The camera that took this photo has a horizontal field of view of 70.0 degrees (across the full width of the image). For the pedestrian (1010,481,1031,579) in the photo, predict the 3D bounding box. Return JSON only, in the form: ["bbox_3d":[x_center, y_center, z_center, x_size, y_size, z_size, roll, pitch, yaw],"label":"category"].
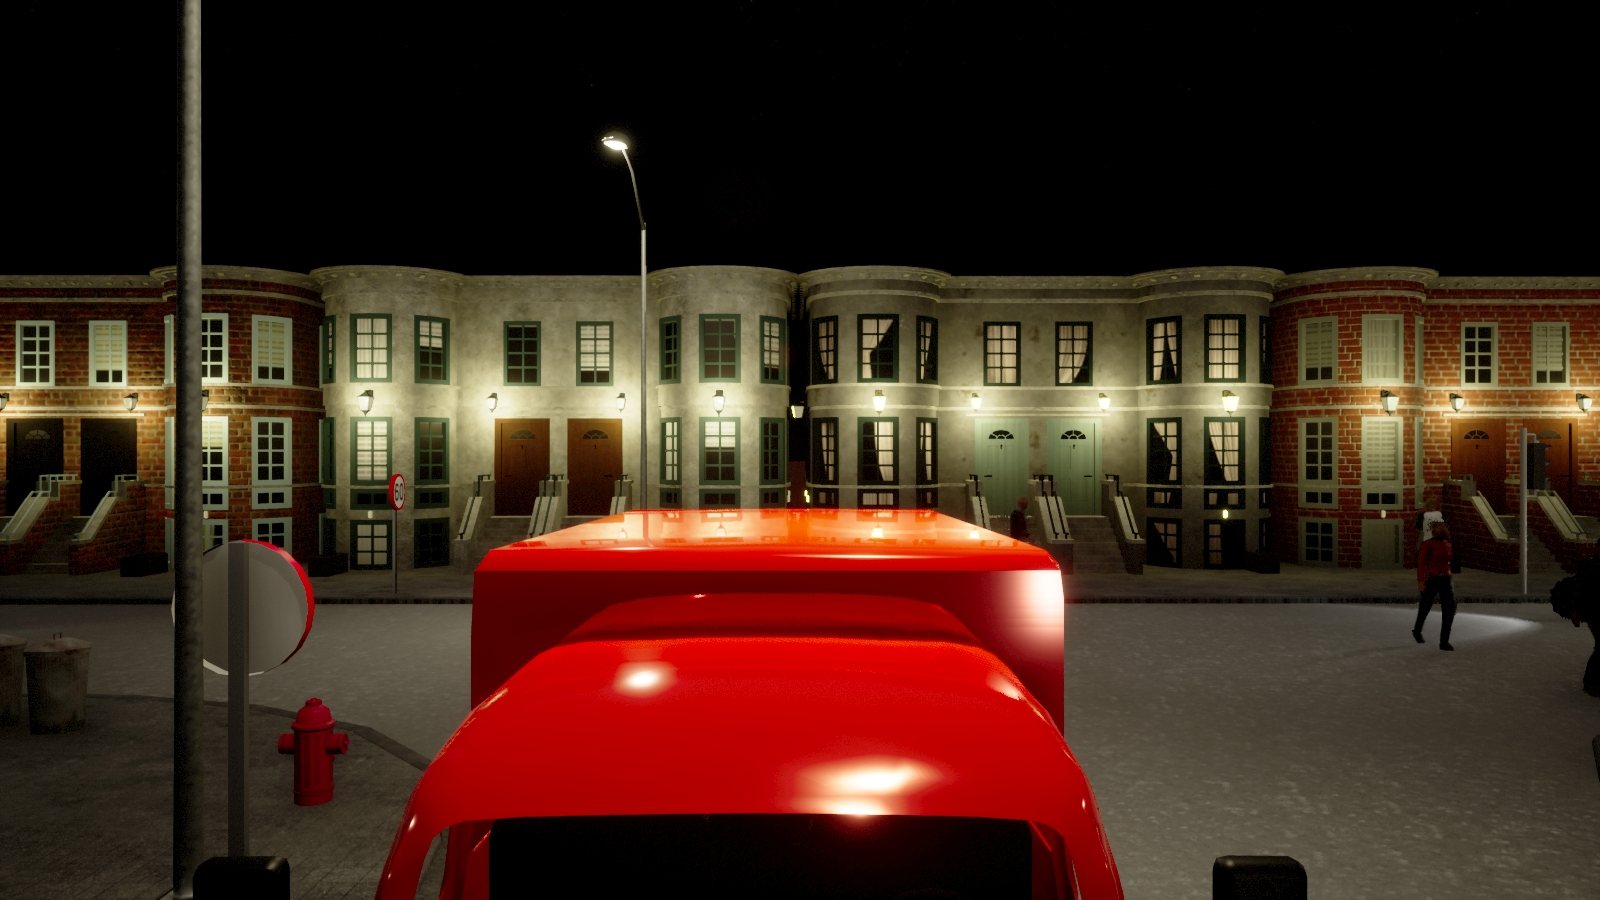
[{"bbox_3d":[4.231,1.525,21.919,0.375,1.860,0.375,0,0,11],"label":"pedestrian"}]

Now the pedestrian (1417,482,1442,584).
[{"bbox_3d":[11.695,1.524,21.234,0.375,1.860,0.375,0,0,25],"label":"pedestrian"}]

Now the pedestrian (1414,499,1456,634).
[{"bbox_3d":[8.927,1.629,16.061,0.375,1.860,0.375,0,0,0],"label":"pedestrian"}]

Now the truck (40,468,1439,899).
[{"bbox_3d":[-0.117,1.348,4.748,2.627,2.467,5.204,0,0,0],"label":"truck"}]

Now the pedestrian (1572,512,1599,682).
[{"bbox_3d":[8.943,1.629,12.768,0.375,1.860,0.375,0,0,0],"label":"pedestrian"}]
